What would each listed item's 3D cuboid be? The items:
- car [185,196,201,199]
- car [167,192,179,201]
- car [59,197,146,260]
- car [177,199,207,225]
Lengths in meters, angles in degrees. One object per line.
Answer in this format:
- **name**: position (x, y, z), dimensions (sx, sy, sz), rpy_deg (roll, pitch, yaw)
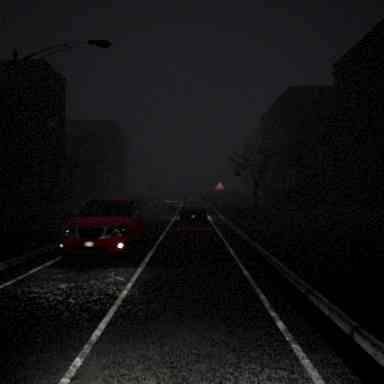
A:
- **car**: position (0.103, 1.189, 41.211), dimensions (1.812, 1.442, 4.674), rpy_deg (0, 0, 0)
- **car**: position (-3.077, 0.676, 54.903), dimensions (2.033, 1.411, 5.357), rpy_deg (0, 3, 1)
- **car**: position (-3.103, 1.219, 12.802), dimensions (2.150, 2.045, 5.566), rpy_deg (0, 0, 0)
- **car**: position (0.096, 1.473, 24.237), dimensions (1.882, 1.535, 5.008), rpy_deg (0, -1, 0)
